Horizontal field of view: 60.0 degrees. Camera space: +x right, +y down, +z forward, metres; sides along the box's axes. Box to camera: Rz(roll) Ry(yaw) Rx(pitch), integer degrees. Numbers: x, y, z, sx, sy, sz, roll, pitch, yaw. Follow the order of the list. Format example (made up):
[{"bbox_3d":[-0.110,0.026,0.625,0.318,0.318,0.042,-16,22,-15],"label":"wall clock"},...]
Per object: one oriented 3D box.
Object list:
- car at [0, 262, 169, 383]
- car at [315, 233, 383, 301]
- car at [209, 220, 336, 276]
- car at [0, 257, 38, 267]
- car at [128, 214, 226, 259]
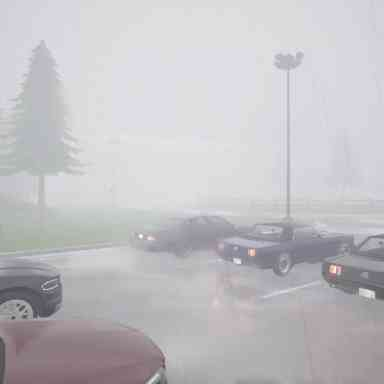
[{"bbox_3d":[-2.326,1.526,2.087,4.674,1.442,1.812,0,0,-36],"label":"car"},{"bbox_3d":[5.080,1.601,7.485,4.718,1.301,1.895,0,0,-35],"label":"car"},{"bbox_3d":[3.060,1.601,10.344,4.718,1.301,1.895,0,0,-35],"label":"car"},{"bbox_3d":[-4.532,1.478,4.814,5.008,1.535,1.882,0,0,-36],"label":"car"},{"bbox_3d":[0.315,1.547,12.695,5.357,1.411,2.033,0,0,-35],"label":"car"}]
